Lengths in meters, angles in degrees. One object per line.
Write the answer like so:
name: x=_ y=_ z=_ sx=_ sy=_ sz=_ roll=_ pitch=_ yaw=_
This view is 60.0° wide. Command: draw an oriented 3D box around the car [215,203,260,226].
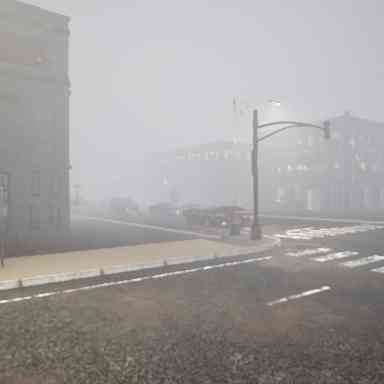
car: x=3.261 y=1.781 z=26.269 sx=1.812 sy=1.442 sz=4.674 roll=-1 pitch=0 yaw=-35

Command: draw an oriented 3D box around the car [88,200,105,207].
car: x=-19.520 y=2.276 z=68.055 sx=1.887 sy=1.381 sz=4.507 roll=-1 pitch=0 yaw=-36

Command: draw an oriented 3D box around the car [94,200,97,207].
car: x=-16.305 y=1.988 z=63.553 sx=2.192 sy=1.841 sz=5.009 roll=-1 pitch=0 yaw=-36

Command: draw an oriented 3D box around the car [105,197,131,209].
car: x=-8.841 y=1.714 z=43.214 sx=2.150 sy=2.045 sz=5.566 roll=-1 pitch=0 yaw=-35

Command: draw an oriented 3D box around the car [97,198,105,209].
car: x=-13.498 y=2.095 z=55.199 sx=2.128 sy=1.511 sz=4.902 roll=-1 pitch=0 yaw=-36

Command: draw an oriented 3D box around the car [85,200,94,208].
car: x=-19.331 y=2.202 z=63.356 sx=2.128 sy=1.511 sz=4.902 roll=-1 pitch=0 yaw=-36

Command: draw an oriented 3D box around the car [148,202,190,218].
car: x=-2.791 y=1.867 z=34.724 sx=2.128 sy=1.511 sz=4.902 roll=-1 pitch=0 yaw=-36

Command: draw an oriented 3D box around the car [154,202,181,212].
car: x=-3.420 y=2.014 z=45.544 sx=1.802 sy=1.307 sz=4.206 roll=-1 pitch=0 yaw=-36

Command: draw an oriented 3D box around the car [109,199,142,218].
car: x=-7.020 y=1.877 z=36.165 sx=1.967 sy=1.590 sz=4.097 roll=-1 pitch=0 yaw=-36

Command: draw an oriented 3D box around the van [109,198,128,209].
van: x=-13.085 y=1.955 z=59.051 sx=1.690 sy=1.788 sz=3.998 roll=-1 pitch=0 yaw=-36

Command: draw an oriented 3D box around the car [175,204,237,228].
car: x=0.955 y=1.845 z=24.807 sx=1.947 sy=1.339 sz=4.313 roll=-1 pitch=0 yaw=-36
